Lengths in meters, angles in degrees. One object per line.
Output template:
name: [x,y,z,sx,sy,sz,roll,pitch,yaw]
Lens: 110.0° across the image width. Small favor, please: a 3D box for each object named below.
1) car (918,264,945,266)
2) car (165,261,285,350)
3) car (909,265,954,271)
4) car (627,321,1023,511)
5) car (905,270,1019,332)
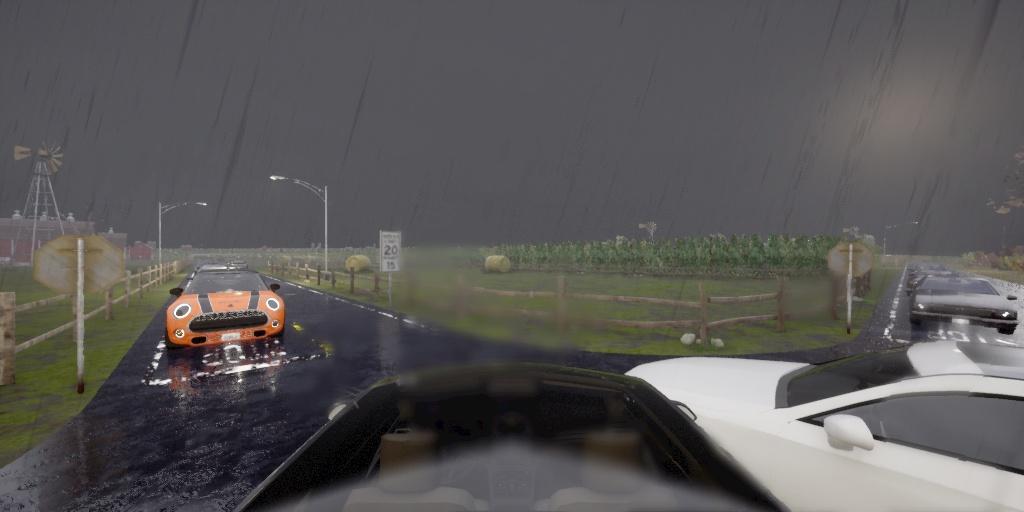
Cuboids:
car: [28.765,1.302,24.653,4.902,1.511,2.128,0,1,-42]
car: [-7.438,1.136,9.415,2.097,1.767,4.553,0,0,-39]
car: [21.104,1.359,17.770,4.181,1.385,1.994,0,1,-42]
car: [2.866,1.293,2.171,1.812,1.442,4.674,0,1,-43]
car: [13.675,1.332,11.086,5.357,1.411,2.033,0,1,-42]
